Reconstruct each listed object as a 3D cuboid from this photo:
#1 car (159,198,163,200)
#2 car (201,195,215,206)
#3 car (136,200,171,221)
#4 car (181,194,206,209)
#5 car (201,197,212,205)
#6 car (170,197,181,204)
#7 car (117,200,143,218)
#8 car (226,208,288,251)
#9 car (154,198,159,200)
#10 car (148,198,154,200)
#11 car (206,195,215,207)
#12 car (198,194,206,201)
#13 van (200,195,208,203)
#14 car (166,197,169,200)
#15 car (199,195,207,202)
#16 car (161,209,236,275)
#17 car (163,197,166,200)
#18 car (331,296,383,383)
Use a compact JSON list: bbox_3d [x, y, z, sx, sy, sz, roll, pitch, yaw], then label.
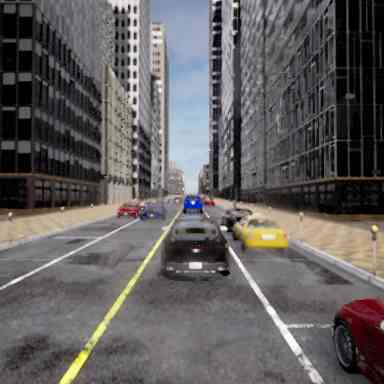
[{"bbox_3d":[-5.643,1.661,47.324,2.008,1.369,4.403,1,0,0],"label":"car"},{"bbox_3d":[2.750,1.451,58.553,2.192,1.841,5.009,1,0,0],"label":"car"},{"bbox_3d":[-3.080,1.627,27.450,1.994,1.385,4.181,0,0,0],"label":"car"},{"bbox_3d":[0.128,1.311,38.890,2.150,2.045,5.566,0,0,0],"label":"car"},{"bbox_3d":[2.750,1.715,64.130,1.947,1.339,4.313,1,0,0],"label":"car"},{"bbox_3d":[-2.953,1.683,68.812,1.812,1.442,4.674,0,0,0],"label":"car"},{"bbox_3d":[-5.655,1.615,30.599,1.887,1.381,4.507,1,0,0],"label":"car"},{"bbox_3d":[2.714,1.558,14.105,1.752,1.417,4.829,1,0,0],"label":"car"},{"bbox_3d":[-5.647,1.641,41.749,1.887,1.381,4.507,1,0,0],"label":"car"},{"bbox_3d":[-5.651,1.634,36.174,2.008,1.369,4.403,1,0,0],"label":"car"},{"bbox_3d":[2.742,1.668,52.975,1.887,1.381,4.507,1,0,0],"label":"car"},{"bbox_3d":[2.774,1.533,92.016,2.192,1.841,5.009,1,0,0],"label":"car"},{"bbox_3d":[2.762,1.517,75.284,1.690,1.788,3.998,1,0,0],"label":"van"},{"bbox_3d":[-5.635,1.681,58.475,1.887,1.381,4.507,1,0,0],"label":"car"},{"bbox_3d":[2.768,1.644,86.438,1.967,1.590,4.097,1,0,0],"label":"car"},{"bbox_3d":[0.097,1.532,10.561,1.837,1.490,4.892,0,0,0],"label":"car"},{"bbox_3d":[-5.639,1.689,52.900,1.947,1.339,4.313,1,0,0],"label":"car"},{"bbox_3d":[2.704,1.589,2.779,1.802,1.307,4.206,1,0,0],"label":"car"}]
